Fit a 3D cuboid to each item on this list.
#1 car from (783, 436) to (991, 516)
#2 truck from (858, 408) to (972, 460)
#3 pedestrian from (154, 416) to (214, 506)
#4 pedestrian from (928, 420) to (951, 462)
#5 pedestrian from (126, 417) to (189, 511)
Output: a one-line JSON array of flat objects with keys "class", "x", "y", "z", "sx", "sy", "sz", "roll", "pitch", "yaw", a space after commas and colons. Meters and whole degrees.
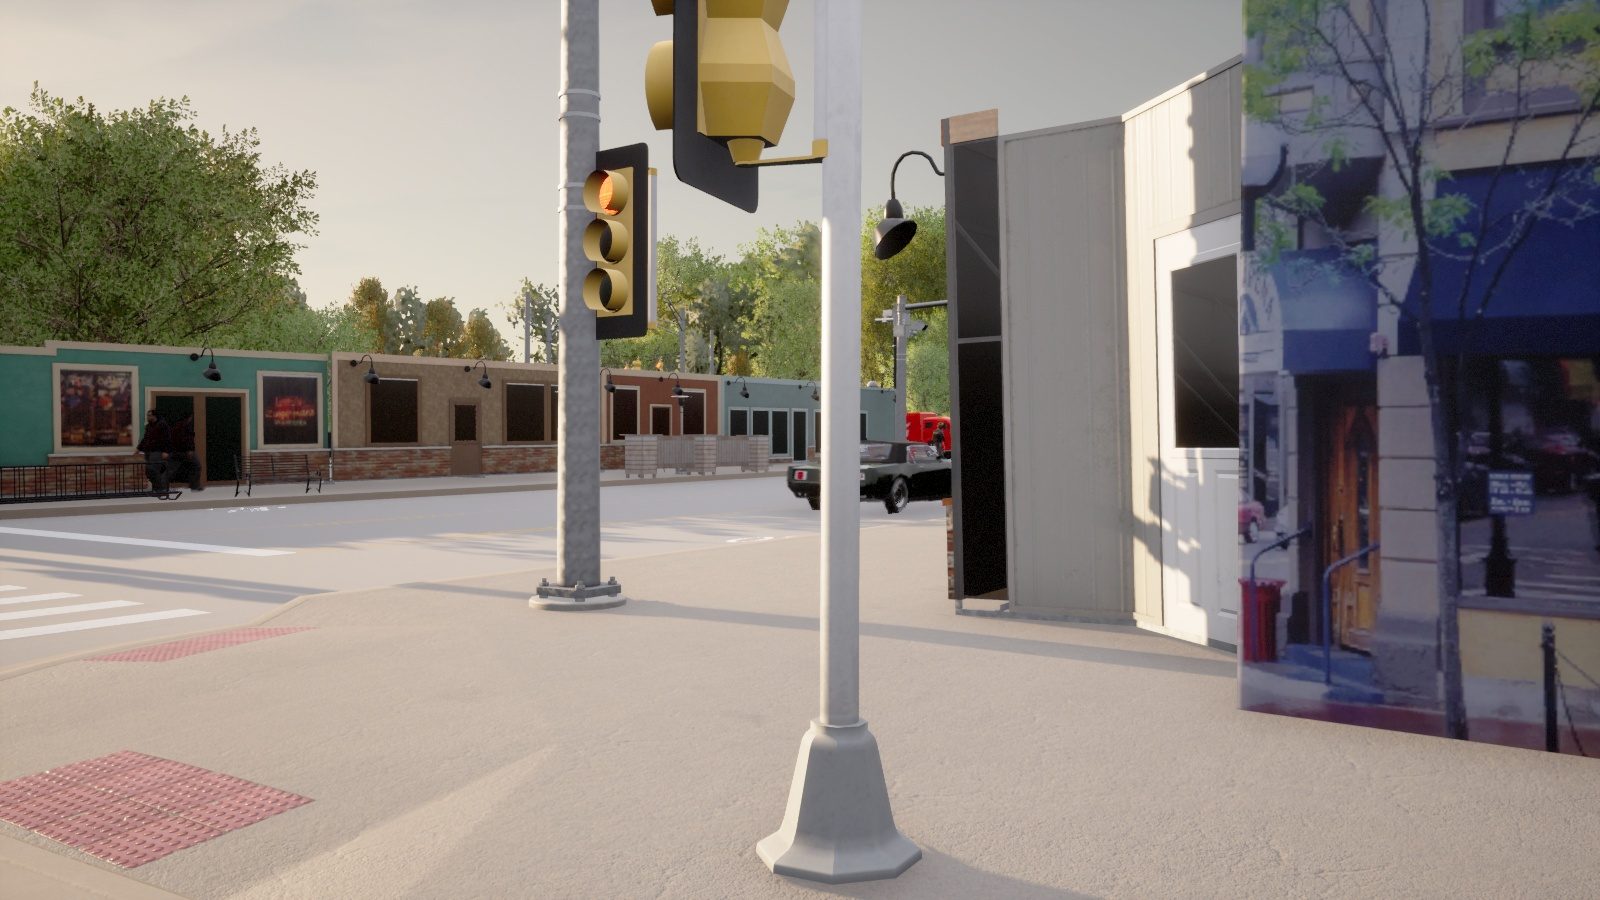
[{"class": "car", "x": 1.787, "y": 0.433, "z": 24.072, "sx": 1.895, "sy": 1.301, "sz": 4.718, "roll": 0, "pitch": 1, "yaw": 33}, {"class": "truck", "x": 6.028, "y": -0.823, "z": 65.672, "sx": 5.204, "sy": 2.467, "sz": 2.627, "roll": -3, "pitch": 0, "yaw": 29}, {"class": "pedestrian", "x": -12.863, "y": 0.227, "z": 26.221, "sx": 0.634, "sy": 1.844, "sz": 0.899, "roll": 0, "pitch": 1, "yaw": 34}, {"class": "pedestrian", "x": 6.278, "y": -0.416, "z": 56.637, "sx": 0.849, "sy": 1.883, "sz": 0.563, "roll": -1, "pitch": 1, "yaw": -27}, {"class": "pedestrian", "x": -12.843, "y": 0.263, "z": 25.104, "sx": 0.634, "sy": 1.844, "sz": 0.899, "roll": 0, "pitch": 1, "yaw": 31}]
